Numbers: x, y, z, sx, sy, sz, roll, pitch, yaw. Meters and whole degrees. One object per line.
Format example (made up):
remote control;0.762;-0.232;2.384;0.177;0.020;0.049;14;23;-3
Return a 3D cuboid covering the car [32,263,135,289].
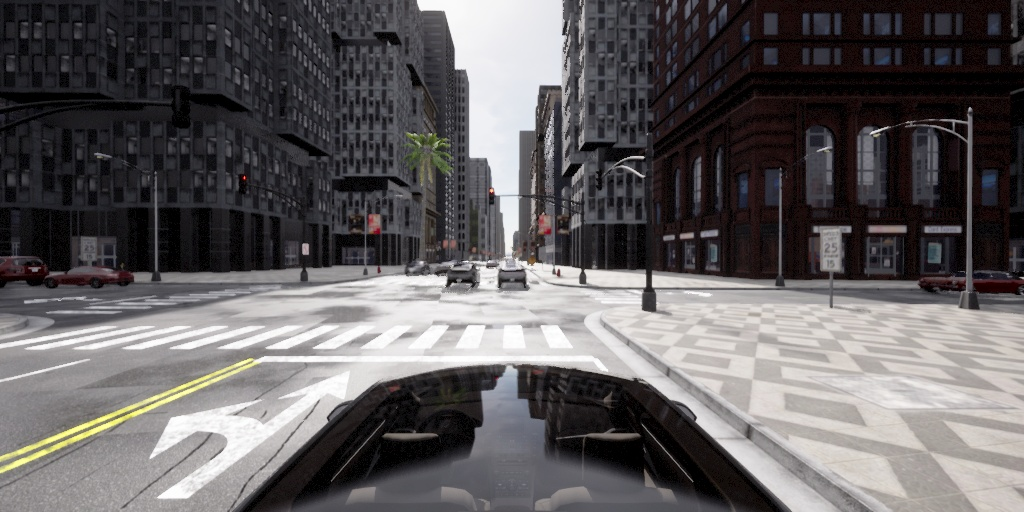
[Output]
car;-25.148;1.227;21.404;4.207;1.307;1.802;0;0;-1

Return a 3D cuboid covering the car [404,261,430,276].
car;-9.997;1.266;38.225;2.128;1.511;4.902;0;0;0

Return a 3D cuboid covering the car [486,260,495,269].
car;-3.500;1.463;62.329;2.033;1.411;5.357;0;0;0

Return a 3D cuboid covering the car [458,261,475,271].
car;-6.798;1.412;53.401;1.994;1.385;4.181;0;0;0

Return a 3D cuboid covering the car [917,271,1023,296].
car;25.354;1.472;19.576;4.718;1.301;1.895;0;0;0

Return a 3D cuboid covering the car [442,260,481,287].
car;-3.243;1.248;24.375;1.837;1.490;4.892;0;0;0

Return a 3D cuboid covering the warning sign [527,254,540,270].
warning sign;2.661;0.929;47.606;1.300;1.860;1.060;0;0;0

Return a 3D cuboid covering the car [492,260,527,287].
car;0.008;1.239;24.187;2.128;1.511;4.902;0;0;0

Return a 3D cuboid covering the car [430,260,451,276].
car;-6.746;1.321;37.655;2.033;1.411;5.357;0;0;0

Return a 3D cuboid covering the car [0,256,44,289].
car;-30.786;0.940;21.294;5.009;1.841;2.192;0;0;-1

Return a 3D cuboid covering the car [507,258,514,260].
car;-0.206;1.463;62.322;2.033;1.411;5.357;0;0;0

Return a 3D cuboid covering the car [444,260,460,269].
car;-10.047;1.376;60.168;1.882;1.535;5.008;0;-1;0
